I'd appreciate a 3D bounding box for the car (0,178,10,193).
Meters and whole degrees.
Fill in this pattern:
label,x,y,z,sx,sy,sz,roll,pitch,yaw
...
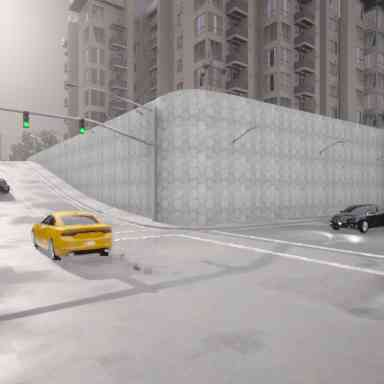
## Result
label,x,y,z,sx,sy,sz,roll,pitch,yaw
car,-19.627,-0.740,33.382,1.895,1.301,4.718,0,11,-36

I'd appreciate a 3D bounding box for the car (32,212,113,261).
label,x,y,z,sx,sy,sz,roll,pitch,yaw
car,-4.658,1.480,12.554,1.882,1.535,5.008,0,0,-36

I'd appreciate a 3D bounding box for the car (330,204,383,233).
label,x,y,z,sx,sy,sz,roll,pitch,yaw
car,10.192,1.505,19.868,4.892,1.490,1.837,0,0,-36
